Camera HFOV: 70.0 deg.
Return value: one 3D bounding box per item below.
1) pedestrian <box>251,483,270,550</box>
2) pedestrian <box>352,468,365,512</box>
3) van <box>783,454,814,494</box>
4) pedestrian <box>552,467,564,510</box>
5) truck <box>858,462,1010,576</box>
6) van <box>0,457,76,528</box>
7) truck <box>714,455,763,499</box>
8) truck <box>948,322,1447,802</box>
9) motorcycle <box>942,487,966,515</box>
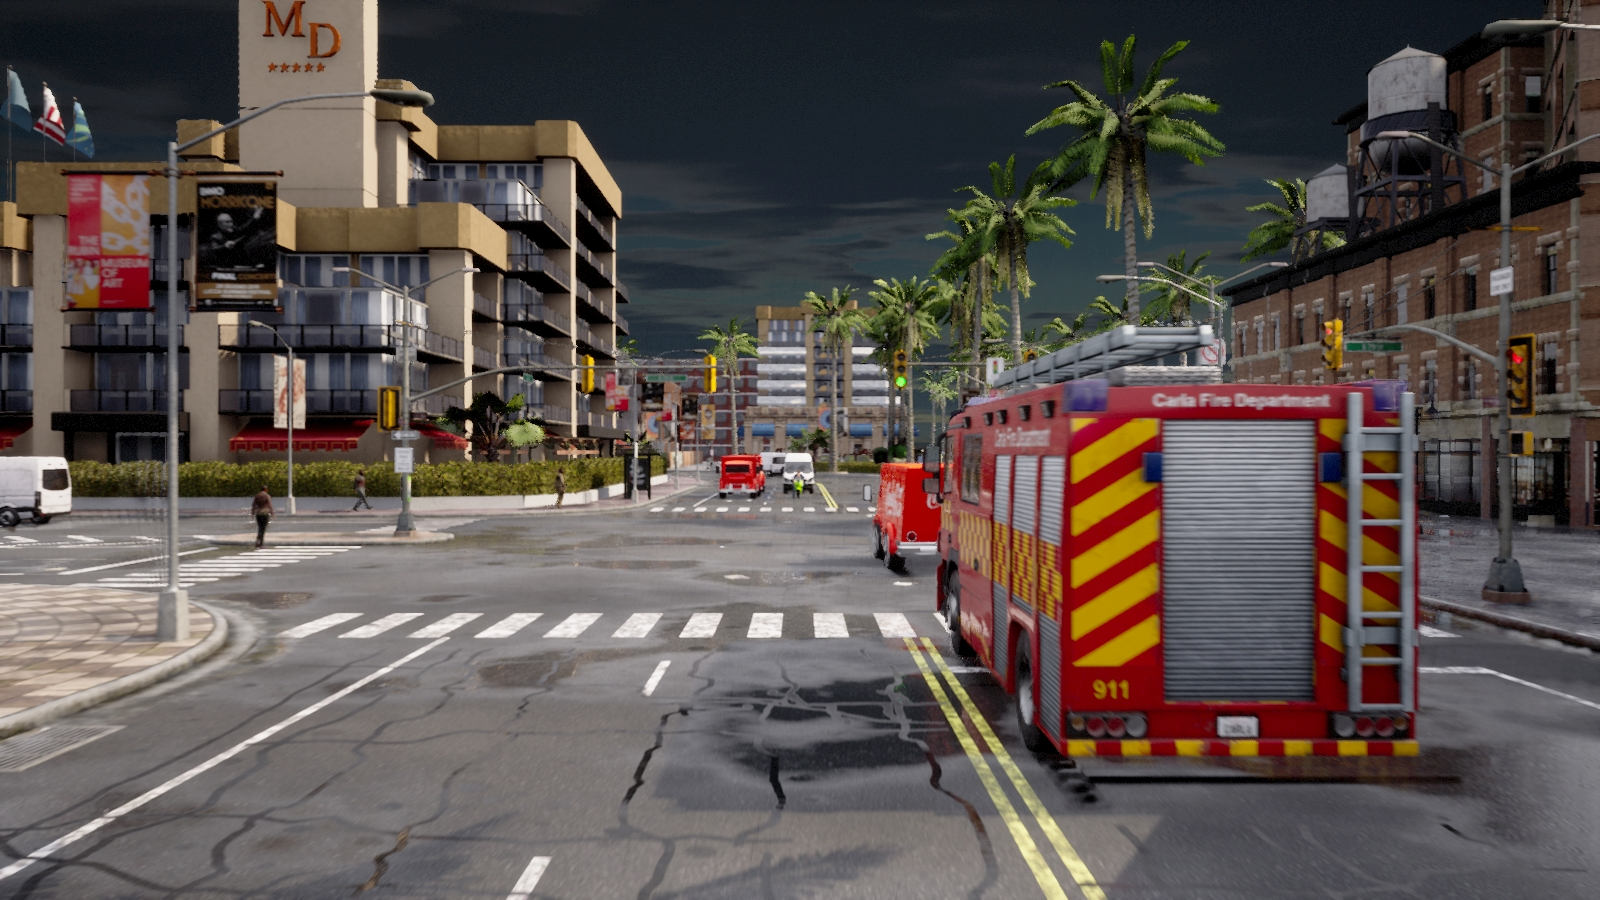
[{"bbox_3d":[-15.140,1.849,32.076,0.375,1.860,0.375,0,0,0],"label":"pedestrian"},{"bbox_3d":[-18.638,1.696,48.247,0.375,1.860,0.375,0,0,17],"label":"pedestrian"},{"bbox_3d":[-0.095,1.534,75.371,1.988,2.561,5.915,0,0,0],"label":"van"},{"bbox_3d":[-10.680,1.698,50.405,0.375,1.860,0.375,0,0,-43],"label":"pedestrian"},{"bbox_3d":[3.132,1.568,28.036,2.627,2.467,5.204,0,0,-6],"label":"truck"},{"bbox_3d":[-30.490,1.534,42.425,5.915,2.561,1.988,0,0,0],"label":"van"},{"bbox_3d":[-3.591,1.565,67.737,2.627,2.467,5.204,0,0,0],"label":"truck"},{"bbox_3d":[3.720,0.890,13.345,2.891,3.827,8.468,0,0,0],"label":"truck"},{"bbox_3d":[6.763,2.213,50.247,0.803,1.145,2.033,0,0,0],"label":"motorcycle"}]
